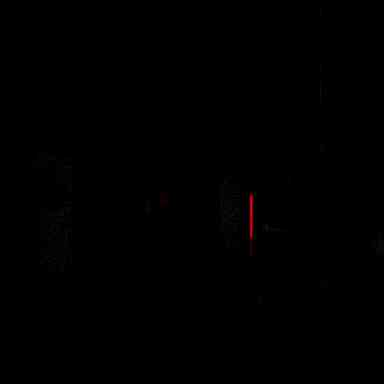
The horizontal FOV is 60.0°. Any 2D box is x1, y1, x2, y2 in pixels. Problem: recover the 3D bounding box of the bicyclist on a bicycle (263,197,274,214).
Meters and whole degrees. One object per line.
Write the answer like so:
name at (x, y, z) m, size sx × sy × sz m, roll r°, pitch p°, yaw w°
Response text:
bicyclist on a bicycle at (7.383, 1.349, 32.117) m, size 1.656 × 1.620 × 0.582 m, roll 0°, pitch 0°, yaw -36°
